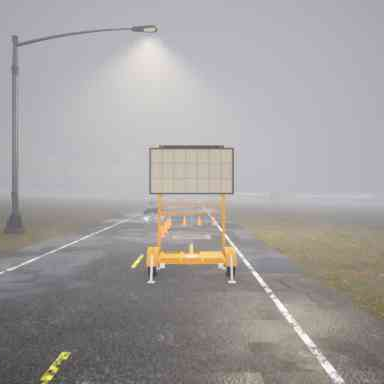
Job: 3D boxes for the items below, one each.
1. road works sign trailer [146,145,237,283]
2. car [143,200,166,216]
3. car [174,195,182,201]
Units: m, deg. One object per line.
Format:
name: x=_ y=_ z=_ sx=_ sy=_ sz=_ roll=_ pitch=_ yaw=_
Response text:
road works sign trailer: x=-0.010 y=0.465 z=9.619 sx=2.380 sy=3.560 sz=2.880 roll=0 pitch=0 yaw=0
car: x=-3.630 y=1.550 z=33.031 sx=2.033 sy=1.411 sz=5.357 roll=0 pitch=0 yaw=0
car: x=-3.583 y=1.482 z=87.490 sx=1.882 sy=1.535 sz=5.008 roll=0 pitch=0 yaw=0
